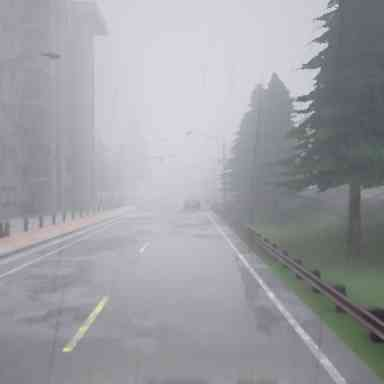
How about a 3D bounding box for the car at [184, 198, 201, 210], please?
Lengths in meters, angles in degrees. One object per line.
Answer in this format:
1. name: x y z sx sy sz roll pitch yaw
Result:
1. car: 0.013 1.353 40.105 1.994 1.385 4.181 0 0 1
